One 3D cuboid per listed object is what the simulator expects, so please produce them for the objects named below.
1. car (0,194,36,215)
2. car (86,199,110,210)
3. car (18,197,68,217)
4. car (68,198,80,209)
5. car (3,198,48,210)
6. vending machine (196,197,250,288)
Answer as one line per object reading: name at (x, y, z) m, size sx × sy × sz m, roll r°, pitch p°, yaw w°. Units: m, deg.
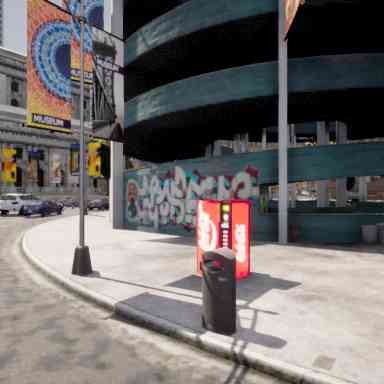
car at (-17.181, 1.220, 34.126) m, size 2.150 × 2.045 × 5.566 m, roll 0°, pitch 0°, yaw 9°
car at (-11.142, 1.547, 41.970) m, size 2.033 × 1.411 × 5.357 m, roll 0°, pitch 0°, yaw 26°
car at (-13.998, 1.525, 31.495) m, size 1.812 × 1.442 × 4.674 m, roll 0°, pitch 0°, yaw 5°
car at (-16.699, 1.564, 46.713) m, size 1.994 × 1.385 × 4.181 m, roll 0°, pitch 0°, yaw 28°
car at (-21.892, 1.547, 43.918) m, size 2.033 × 1.411 × 5.357 m, roll 0°, pitch 0°, yaw 21°
vending machine at (0.791, 1.195, 8.448) m, size 0.880 × 2.100 × 1.100 m, roll 0°, pitch 0°, yaw 45°
